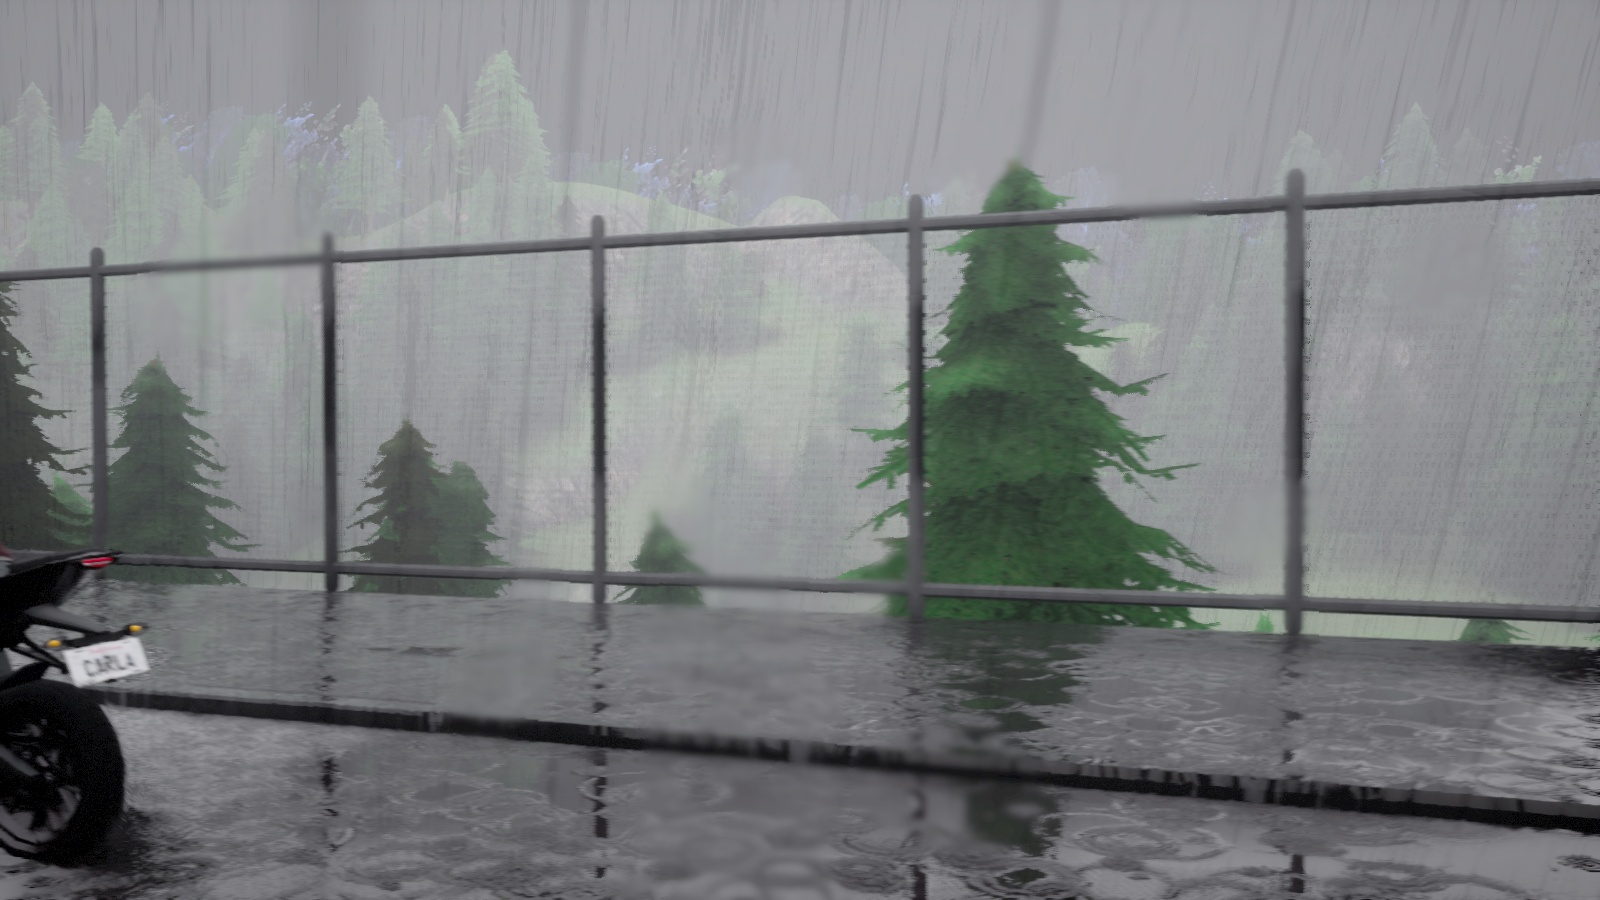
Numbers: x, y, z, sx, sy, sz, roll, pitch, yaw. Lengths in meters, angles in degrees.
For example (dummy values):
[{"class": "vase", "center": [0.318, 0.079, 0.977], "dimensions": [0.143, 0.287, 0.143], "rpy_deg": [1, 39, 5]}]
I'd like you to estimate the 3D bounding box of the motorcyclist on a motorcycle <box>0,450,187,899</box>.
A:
[{"class": "motorcyclist on a motorcycle", "center": [-3.621, 0.769, 4.942], "dimensions": [2.191, 1.530, 0.866], "rpy_deg": [1, 1, 19]}]
